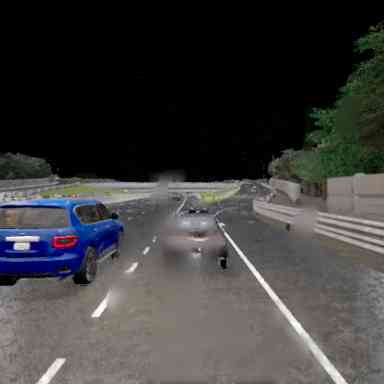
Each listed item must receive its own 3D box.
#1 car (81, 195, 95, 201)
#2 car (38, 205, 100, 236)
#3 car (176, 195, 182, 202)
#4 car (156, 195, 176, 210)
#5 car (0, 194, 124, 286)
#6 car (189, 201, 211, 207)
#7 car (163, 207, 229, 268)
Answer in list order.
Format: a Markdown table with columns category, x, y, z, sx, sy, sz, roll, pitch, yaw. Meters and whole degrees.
| category | x | y | z | sx | sy | sz | roll | pitch | yaw |
| --- | --- | --- | --- | --- | --- | --- | --- | --- | --- |
| car | -24.454 | 1.356 | 78.661 | 1.994 | 1.385 | 4.181 | 0 | 0 | 0 |
| car | -6.861 | 1.537 | 19.043 | 1.994 | 1.385 | 4.181 | 0 | 0 | 0 |
| car | -3.432 | 1.344 | 74.454 | 1.837 | 1.490 | 4.892 | 0 | 0 | 0 |
| car | -3.386 | 1.448 | 41.971 | 1.837 | 1.490 | 4.892 | 0 | 0 | 0 |
| car | -3.491 | 1.208 | 9.543 | 2.150 | 2.045 | 5.566 | 0 | 0 | 0 |
| car | 0.837 | 1.556 | 32.674 | 1.895 | 1.301 | 4.718 | 0 | 0 | 6 |
| car | 0.115 | 1.476 | 11.160 | 2.128 | 1.511 | 4.902 | 0 | 0 | 0 |
